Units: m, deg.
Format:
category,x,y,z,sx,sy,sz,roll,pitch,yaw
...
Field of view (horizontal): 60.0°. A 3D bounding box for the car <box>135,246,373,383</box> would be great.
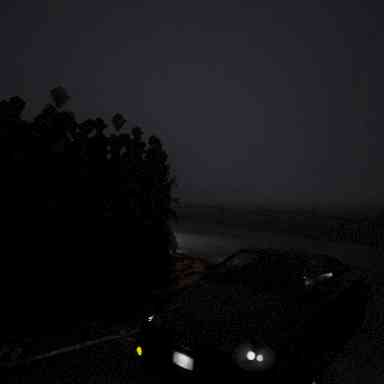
category,x,y,z,sx,sy,sz,roll,pitch,yaw
car,1.210,1.565,4.959,1.994,1.385,4.181,0,0,41
